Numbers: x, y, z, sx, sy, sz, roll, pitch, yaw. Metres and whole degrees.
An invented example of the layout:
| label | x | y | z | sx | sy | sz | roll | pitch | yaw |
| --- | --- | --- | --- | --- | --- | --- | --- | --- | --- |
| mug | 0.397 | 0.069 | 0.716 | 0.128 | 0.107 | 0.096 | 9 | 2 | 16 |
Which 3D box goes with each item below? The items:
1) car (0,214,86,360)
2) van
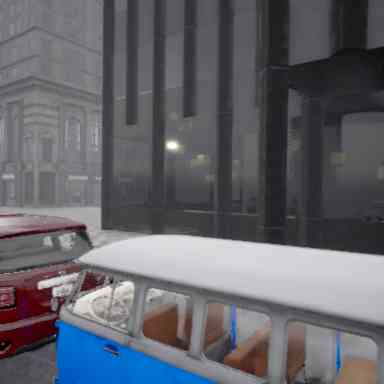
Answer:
| label | x | y | z | sx | sy | sz | roll | pitch | yaw |
| --- | --- | --- | --- | --- | --- | --- | --- | --- | --- |
| car | -3.548 | 1.293 | 5.508 | 5.009 | 1.841 | 2.192 | 0 | 1 | 35 |
| van | 0.590 | 1.338 | 2.550 | 3.998 | 1.788 | 1.690 | 0 | 1 | 35 |
